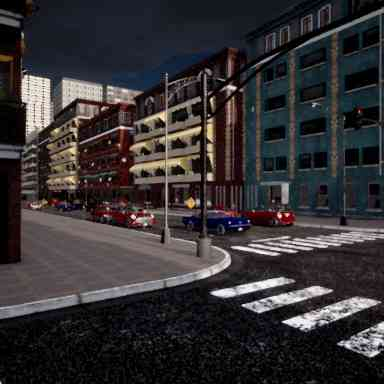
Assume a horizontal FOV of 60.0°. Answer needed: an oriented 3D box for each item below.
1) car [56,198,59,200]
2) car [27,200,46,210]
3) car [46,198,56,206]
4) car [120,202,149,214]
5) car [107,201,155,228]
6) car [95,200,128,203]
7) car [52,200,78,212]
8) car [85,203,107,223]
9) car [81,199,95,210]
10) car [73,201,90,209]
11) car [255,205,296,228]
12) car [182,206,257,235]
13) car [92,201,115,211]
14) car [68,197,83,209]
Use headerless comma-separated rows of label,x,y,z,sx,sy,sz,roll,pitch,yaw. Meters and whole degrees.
car,-26.400,2.428,69.595,2.008,1.369,4.403,-1,0,-35
car,-26.509,2.170,55.969,1.967,1.590,4.097,-1,0,-35
car,-32.749,2.326,78.701,2.192,1.841,5.009,-1,0,-35
car,-7.364,2.037,42.283,1.947,1.339,4.313,-1,0,-35
car,-4.300,1.693,24.104,1.967,1.590,4.097,-1,0,-35
car,-7.679,1.865,33.286,2.128,1.511,4.902,0,-1,-35
car,-19.004,2.240,49.703,1.895,1.301,4.718,0,-1,-35
car,-7.471,1.903,28.656,1.802,1.307,4.206,-1,0,-35
car,-13.716,2.064,47.008,1.837,1.490,4.892,0,-1,-34
car,-20.055,2.324,60.492,1.802,1.307,4.206,-1,0,-35
car,5.332,1.638,24.081,1.967,1.590,4.097,-1,0,-35
car,1.412,1.779,20.251,1.895,1.301,4.718,0,-1,-35
car,-13.709,2.158,51.387,2.008,1.369,4.403,-1,0,-35
car,-19.643,1.906,55.431,2.150,2.045,5.566,0,-1,-35
